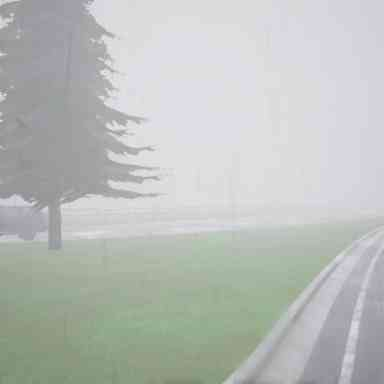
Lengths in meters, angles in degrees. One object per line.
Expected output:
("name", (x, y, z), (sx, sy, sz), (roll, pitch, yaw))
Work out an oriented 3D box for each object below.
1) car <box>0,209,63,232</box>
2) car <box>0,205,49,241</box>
("car", (-12.950, 2.234, 26.311), (5.008, 1.535, 1.882), (0, -1, -25))
("car", (-11.300, 1.801, 19.335), (5.566, 2.045, 2.150), (0, -2, -27))
